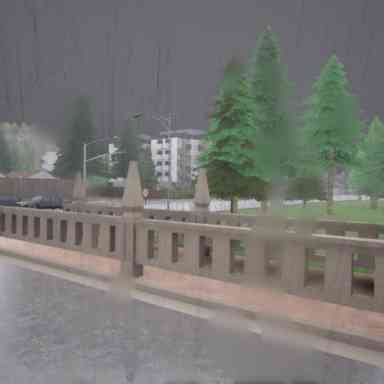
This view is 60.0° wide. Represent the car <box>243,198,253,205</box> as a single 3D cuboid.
[{"bbox_3d":[9.149,1.135,49.770,2.128,1.511,4.902,1,1,38],"label":"car"}]

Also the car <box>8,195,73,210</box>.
[{"bbox_3d":[-13.788,1.040,31.266,2.033,1.411,5.357,1,1,38],"label":"car"}]

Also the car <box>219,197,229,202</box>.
[{"bbox_3d":[6.253,1.178,51.747,1.895,1.301,4.718,1,1,38],"label":"car"}]

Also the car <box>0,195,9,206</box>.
[{"bbox_3d":[-17.843,0.973,31.726,2.033,1.411,5.357,1,1,37],"label":"car"}]
